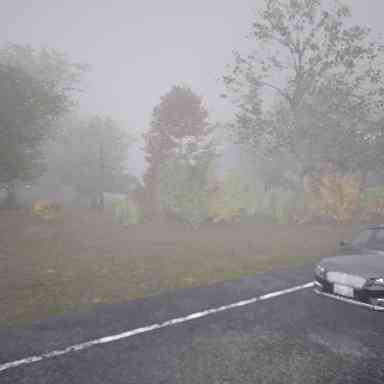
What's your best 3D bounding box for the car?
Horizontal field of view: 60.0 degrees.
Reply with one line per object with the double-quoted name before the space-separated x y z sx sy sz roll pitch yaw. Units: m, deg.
"car" 4.702 1.514 7.469 4.902 1.511 2.128 0 0 -37
